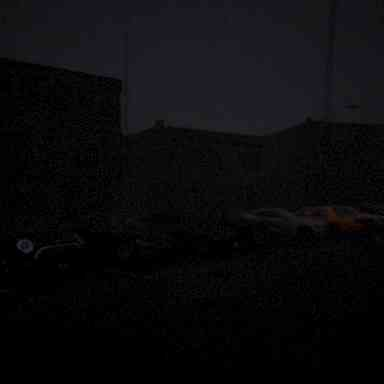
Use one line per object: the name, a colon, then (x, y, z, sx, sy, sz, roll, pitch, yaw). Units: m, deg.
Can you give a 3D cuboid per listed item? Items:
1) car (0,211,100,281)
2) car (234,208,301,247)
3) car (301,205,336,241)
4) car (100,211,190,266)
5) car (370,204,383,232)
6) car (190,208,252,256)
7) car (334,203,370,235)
car: (-5.202, 1.361, 9.921, 4.553, 1.767, 2.185, -1, -1, 35)
car: (1.985, 1.491, 15.021, 4.892, 1.521, 2.231, -1, -1, 34)
car: (4.376, 1.531, 16.716, 4.674, 1.452, 2.002, -1, -1, 35)
car: (-2.793, 1.488, 11.607, 4.892, 1.521, 2.231, -1, -1, 35)
car: (9.153, 1.534, 20.123, 4.674, 1.452, 2.002, -1, -1, 35)
car: (-0.375, 1.517, 13.291, 4.792, 1.488, 2.163, -1, -1, 35)
car: (6.610, 1.492, 18.517, 5.366, 1.575, 1.946, -1, -1, 35)
